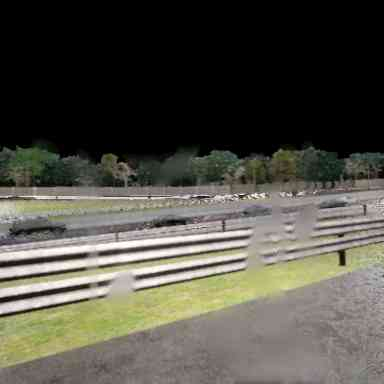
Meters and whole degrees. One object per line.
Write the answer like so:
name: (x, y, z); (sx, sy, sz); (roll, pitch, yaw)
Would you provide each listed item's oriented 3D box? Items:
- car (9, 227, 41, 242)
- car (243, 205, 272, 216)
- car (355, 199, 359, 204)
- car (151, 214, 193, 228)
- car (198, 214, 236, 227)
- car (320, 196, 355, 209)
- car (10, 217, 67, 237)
car: (-15.833, 4.236, 27.825); (5.357, 1.411, 2.033); (-4, 2, -27)
car: (9.516, 2.563, 48.448); (4.181, 1.385, 1.994); (-4, 2, -27)
car: (26.439, 1.468, 56.983); (4.674, 1.442, 1.812); (-4, 2, -27)
car: (-2.273, 3.324, 38.583); (5.008, 1.535, 1.882); (-4, 2, -27)
car: (2.864, 3.162, 37.253); (4.674, 1.442, 1.812); (-4, 2, -27)
car: (21.789, 1.832, 50.717); (4.902, 1.511, 2.128); (-4, 2, -27)
car: (-16.306, 3.758, 35.425); (5.566, 2.045, 2.150); (-4, 2, -27)
